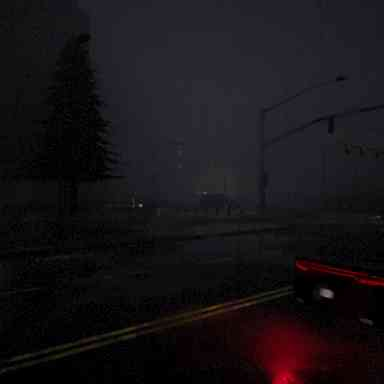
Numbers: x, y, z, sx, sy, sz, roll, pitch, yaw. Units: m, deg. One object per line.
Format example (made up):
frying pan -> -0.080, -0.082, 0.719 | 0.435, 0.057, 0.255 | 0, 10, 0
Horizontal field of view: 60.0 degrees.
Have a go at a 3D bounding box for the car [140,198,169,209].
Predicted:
car -> -4.994, 1.533, 46.332 | 1.812, 1.442, 4.674 | 0, 0, -36

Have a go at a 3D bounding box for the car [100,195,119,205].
car -> -14.949, 1.282, 60.339 | 2.097, 1.767, 4.553 | 0, 0, -36

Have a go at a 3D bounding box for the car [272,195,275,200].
car -> 19.285, 1.174, 84.004 | 1.932, 1.855, 4.605 | 0, 0, -36

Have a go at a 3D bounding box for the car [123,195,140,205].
car -> -10.864, 1.360, 60.616 | 2.097, 1.767, 4.553 | 0, 0, -35

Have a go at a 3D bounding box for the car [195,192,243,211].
car -> 3.212, 1.229, 40.877 | 2.150, 2.045, 5.566 | 0, 0, -36

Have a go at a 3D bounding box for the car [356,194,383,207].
car -> 26.774, 1.172, 49.286 | 1.905, 1.878, 3.866 | 0, 0, -36

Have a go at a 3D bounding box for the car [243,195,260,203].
car -> 14.771, 1.414, 80.726 | 1.970, 1.475, 3.806 | 0, 0, -36

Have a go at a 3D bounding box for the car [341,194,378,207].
car -> 24.386, 1.168, 47.650 | 1.932, 1.855, 4.605 | 0, 0, -36

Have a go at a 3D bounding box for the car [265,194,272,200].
car -> 17.129, 1.384, 82.406 | 1.784, 1.438, 3.905 | 0, 0, -36

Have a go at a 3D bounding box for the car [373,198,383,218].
car -> 16.942, 1.514, 26.041 | 1.837, 1.490, 4.892 | 2, 0, -10

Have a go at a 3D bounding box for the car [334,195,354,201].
car -> 34.943, 1.387, 76.590 | 1.784, 1.438, 3.905 | 0, 0, -36

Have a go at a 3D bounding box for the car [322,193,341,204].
car -> 32.547, 1.175, 74.961 | 1.932, 1.855, 4.605 | 0, 0, -36

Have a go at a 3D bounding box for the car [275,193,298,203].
car -> 18.839, 1.412, 65.080 | 1.970, 1.475, 3.806 | 0, 0, -36

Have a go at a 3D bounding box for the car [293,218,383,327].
car -> 4.190, 1.480, 6.789 | 5.008, 1.535, 1.882 | 0, 0, -35
